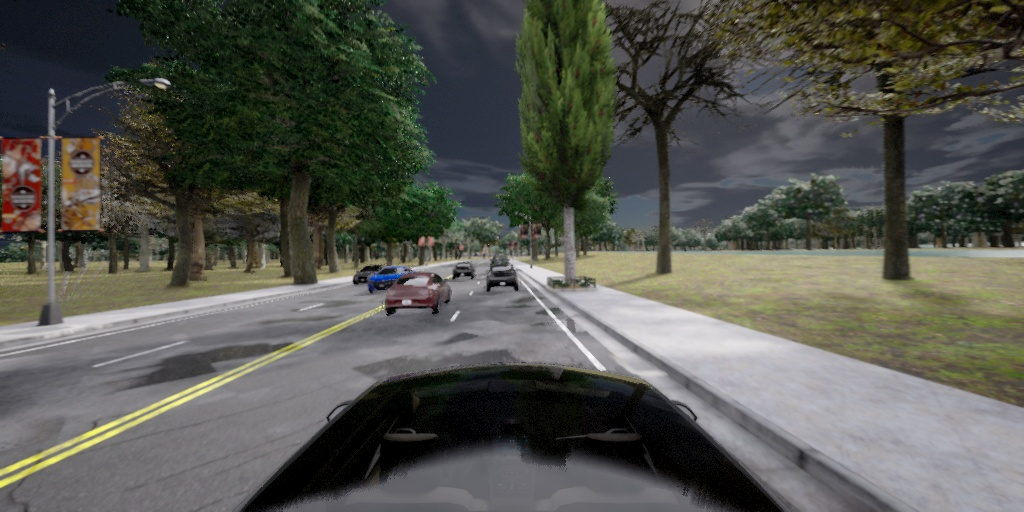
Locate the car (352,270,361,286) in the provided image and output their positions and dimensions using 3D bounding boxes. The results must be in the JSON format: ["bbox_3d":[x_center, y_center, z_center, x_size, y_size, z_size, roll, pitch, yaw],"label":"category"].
[{"bbox_3d":[-10.777,1.451,28.046,1.837,1.490,4.892,-1,0,-2],"label":"car"}]

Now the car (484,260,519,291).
[{"bbox_3d":[-0.605,1.252,22.108,1.837,1.490,4.892,-1,1,-2],"label":"car"}]

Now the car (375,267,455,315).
[{"bbox_3d":[-3.546,1.349,14.041,1.812,1.442,4.674,-1,0,-2],"label":"car"}]

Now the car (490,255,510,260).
[{"bbox_3d":[-1.394,0.911,42.123,2.150,2.045,5.566,-1,0,-2],"label":"car"}]

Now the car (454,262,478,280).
[{"bbox_3d":[-4.253,1.295,32.508,1.837,1.490,4.892,-1,0,-2],"label":"car"}]

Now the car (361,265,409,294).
[{"bbox_3d":[-7.305,1.367,22.277,1.882,1.535,5.008,-1,0,-2],"label":"car"}]
